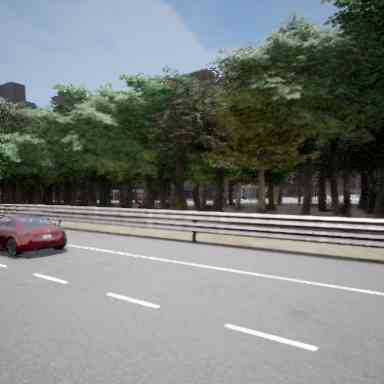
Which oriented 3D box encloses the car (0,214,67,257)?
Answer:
[{"bbox_3d":[-6.798,1.565,13.033,4.181,1.385,1.994,0,0,36],"label":"car"}]
